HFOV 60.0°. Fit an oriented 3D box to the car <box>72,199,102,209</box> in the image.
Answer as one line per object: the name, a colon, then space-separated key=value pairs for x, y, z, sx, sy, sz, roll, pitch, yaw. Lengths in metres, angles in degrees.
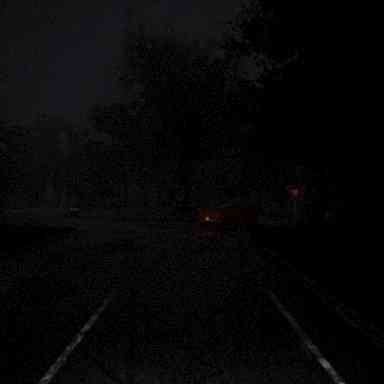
car: x=-14.918 y=1.645 z=47.471 sx=1.994 sy=1.385 sz=4.181 roll=0 pitch=0 yaw=36

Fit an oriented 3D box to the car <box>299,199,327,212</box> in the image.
car: x=14.540 y=1.595 z=40.060 sx=1.812 sy=1.442 sz=4.674 roll=0 pitch=0 yaw=-2

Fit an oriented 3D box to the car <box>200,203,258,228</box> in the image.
car: x=2.574 y=1.517 z=22.630 sx=1.882 sy=1.535 sz=5.008 roll=-2 pitch=-2 yaw=40
